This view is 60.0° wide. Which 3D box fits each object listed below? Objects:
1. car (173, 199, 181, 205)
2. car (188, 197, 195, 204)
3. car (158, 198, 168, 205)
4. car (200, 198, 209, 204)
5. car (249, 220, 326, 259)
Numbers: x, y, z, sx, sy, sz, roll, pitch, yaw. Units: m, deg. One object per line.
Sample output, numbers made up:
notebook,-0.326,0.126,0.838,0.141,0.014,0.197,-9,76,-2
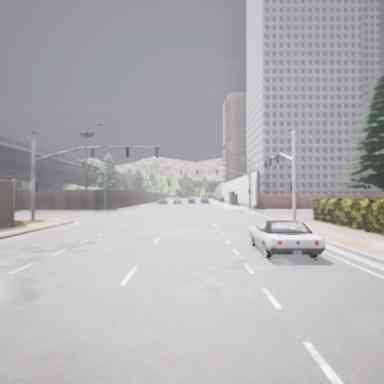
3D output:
car,-3.565,2.394,80.631,2.128,1.511,4.902,0,-1,0
car,-0.071,2.416,87.894,1.882,1.535,5.008,0,-1,0
car,-7.065,2.224,80.660,2.097,1.767,4.553,0,-1,0
car,3.429,2.439,87.895,1.837,1.490,4.892,0,-1,0
car,3.509,1.745,13.236,1.895,1.301,4.718,0,-1,0
